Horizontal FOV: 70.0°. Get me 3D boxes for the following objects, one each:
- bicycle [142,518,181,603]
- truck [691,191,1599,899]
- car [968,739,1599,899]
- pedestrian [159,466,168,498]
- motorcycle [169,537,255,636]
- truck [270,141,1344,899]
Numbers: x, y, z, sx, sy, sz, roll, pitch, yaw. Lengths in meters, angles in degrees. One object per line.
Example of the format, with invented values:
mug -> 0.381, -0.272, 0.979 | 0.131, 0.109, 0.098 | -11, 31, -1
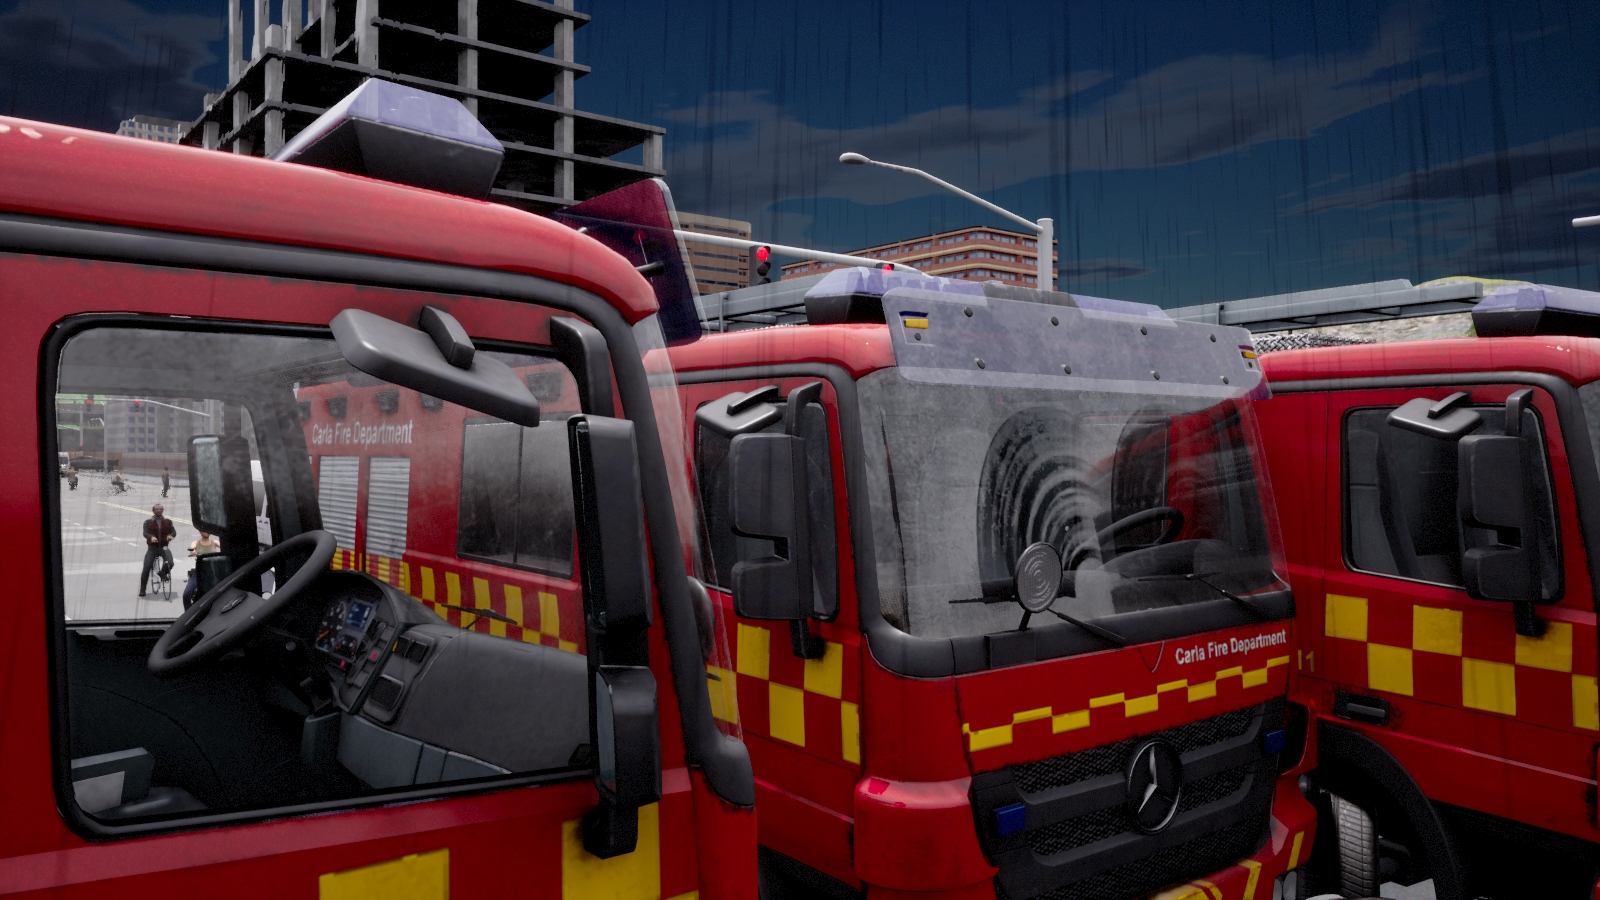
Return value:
bicycle -> -12.095, 2.060, 21.614 | 0.329, 1.471, 1.835 | 0, 0, -39
truck -> 2.348, 0.890, 8.605 | 2.891, 3.827, 8.468 | 0, 0, -31
car -> 2.437, 2.065, 3.109 | 1.970, 1.475, 3.806 | 0, 0, -30
pedestrian -> -36.644, 1.835, 65.790 | 0.375, 1.860, 0.375 | 0, 0, -39
motorcycle -> -9.533, 2.155, 18.464 | 0.764, 1.307, 2.356 | 0, 0, -39
truck -> -1.099, 0.890, 8.003 | 2.891, 3.827, 8.468 | 0, 0, -38
